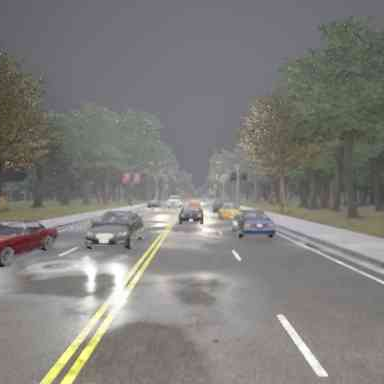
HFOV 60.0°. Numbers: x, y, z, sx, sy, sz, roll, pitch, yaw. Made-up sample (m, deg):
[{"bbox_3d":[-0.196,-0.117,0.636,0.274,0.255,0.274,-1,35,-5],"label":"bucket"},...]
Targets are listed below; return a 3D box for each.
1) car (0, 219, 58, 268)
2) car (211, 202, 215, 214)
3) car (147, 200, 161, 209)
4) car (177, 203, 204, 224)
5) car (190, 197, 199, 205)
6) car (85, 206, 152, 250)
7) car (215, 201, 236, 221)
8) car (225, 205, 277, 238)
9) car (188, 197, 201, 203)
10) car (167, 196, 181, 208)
[{"bbox_3d":[-6.580,1.690,11.832,1.895,1.301,4.718,0,0,0],"label":"car"},{"bbox_3d":[3.422,1.825,40.653,1.837,1.490,4.892,0,0,0],"label":"car"},{"bbox_3d":[-6.243,1.988,55.221,2.033,1.411,5.357,0,0,1],"label":"car"},{"bbox_3d":[-0.018,1.807,26.732,1.895,1.301,4.718,0,0,1],"label":"car"},{"bbox_3d":[0.562,1.977,74.977,2.097,1.767,4.553,0,-1,1],"label":"car"},{"bbox_3d":[-3.320,1.606,15.026,2.128,1.511,4.902,0,0,0],"label":"car"},{"bbox_3d":[3.346,1.689,29.853,1.801,1.575,5.366,0,0,0],"label":"car"},{"bbox_3d":[3.290,1.691,18.672,2.033,1.411,5.357,0,0,0],"label":"car"},{"bbox_3d":[0.442,1.836,60.034,2.097,1.767,4.553,0,-1,1],"label":"car"},{"bbox_3d":[-2.984,1.668,56.171,2.150,2.045,5.566,0,0,1],"label":"car"}]
